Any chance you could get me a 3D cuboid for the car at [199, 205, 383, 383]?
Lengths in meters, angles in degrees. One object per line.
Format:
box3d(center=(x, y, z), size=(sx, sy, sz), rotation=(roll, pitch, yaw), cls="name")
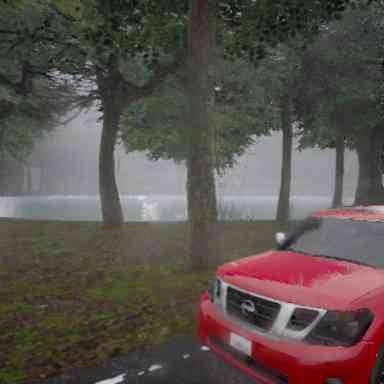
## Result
box3d(center=(2.757, 1.242, 5.028), size=(5.566, 2.045, 2.150), rotation=(1, 0, -35), cls="car")
